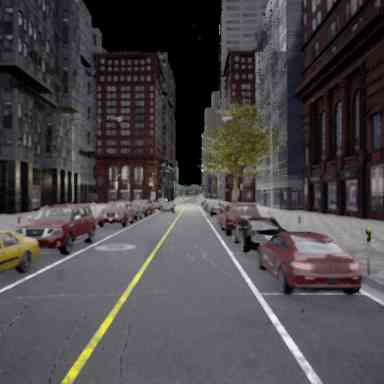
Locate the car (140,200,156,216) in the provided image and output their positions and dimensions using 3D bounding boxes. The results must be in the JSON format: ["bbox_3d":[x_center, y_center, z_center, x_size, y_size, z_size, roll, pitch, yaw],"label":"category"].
[{"bbox_3d":[-5.686,1.777,36.974,2.192,1.841,5.009,0,-1,0],"label":"car"}]

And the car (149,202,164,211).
[{"bbox_3d":[-5.695,2.254,53.886,1.947,1.339,4.313,0,-1,0],"label":"car"}]

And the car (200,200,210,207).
[{"bbox_3d":[2.822,2.495,70.803,1.947,1.339,4.313,0,-1,0],"label":"car"}]

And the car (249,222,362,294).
[{"bbox_3d":[2.853,1.683,8.774,1.802,1.307,4.206,0,-1,0],"label":"car"}]

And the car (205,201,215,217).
[{"bbox_3d":[2.839,2.027,36.968,1.947,1.339,4.313,0,-1,0],"label":"car"}]

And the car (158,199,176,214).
[{"bbox_3d":[-3.109,2.051,43.284,1.837,1.490,4.892,0,-1,0],"label":"car"}]

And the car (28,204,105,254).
[{"bbox_3d":[-5.676,1.487,14.420,2.192,1.841,5.009,0,-1,0],"label":"car"}]

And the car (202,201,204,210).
[{"bbox_3d":[2.834,2.193,48.246,1.802,1.307,4.206,0,-1,0],"label":"car"}]

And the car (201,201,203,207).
[{"bbox_3d":[2.831,2.128,53.888,1.967,1.590,4.097,0,-1,0],"label":"car"}]

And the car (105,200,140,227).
[{"bbox_3d":[-5.681,1.632,25.698,2.192,1.841,5.009,0,-1,0],"label":"car"}]

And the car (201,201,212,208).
[{"bbox_3d":[2.825,2.412,65.163,1.947,1.339,4.313,0,-1,0],"label":"car"}]

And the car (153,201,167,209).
[{"bbox_3d":[-5.697,2.333,59.524,1.947,1.339,4.313,0,-1,0],"label":"car"}]

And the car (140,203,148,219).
[{"bbox_3d":[-5.683,1.955,31.333,1.947,1.339,4.313,0,-1,0],"label":"car"}]

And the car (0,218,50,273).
[{"bbox_3d":[-5.672,1.625,8.610,1.752,1.417,4.829,0,-1,0],"label":"car"}]

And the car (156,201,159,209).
[{"bbox_3d":[-5.688,2.081,42.610,1.887,1.381,4.507,0,-1,0],"label":"car"}]

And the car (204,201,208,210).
[{"bbox_3d":[2.836,2.063,42.779,1.752,1.417,4.829,0,-1,0],"label":"car"}]

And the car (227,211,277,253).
[{"bbox_3d":[2.850,1.737,14.411,1.947,1.339,4.313,0,-1,0],"label":"car"}]

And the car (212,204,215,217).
[{"bbox_3d":[2.845,1.861,25.691,1.887,1.381,4.507,0,-1,0],"label":"car"}]

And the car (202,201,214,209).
[{"bbox_3d":[2.828,2.349,59.524,1.802,1.307,4.206,0,-1,0],"label":"car"}]

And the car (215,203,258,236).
[{"bbox_3d":[2.847,1.559,20.054,2.192,1.841,5.009,0,-1,0],"label":"car"}]
